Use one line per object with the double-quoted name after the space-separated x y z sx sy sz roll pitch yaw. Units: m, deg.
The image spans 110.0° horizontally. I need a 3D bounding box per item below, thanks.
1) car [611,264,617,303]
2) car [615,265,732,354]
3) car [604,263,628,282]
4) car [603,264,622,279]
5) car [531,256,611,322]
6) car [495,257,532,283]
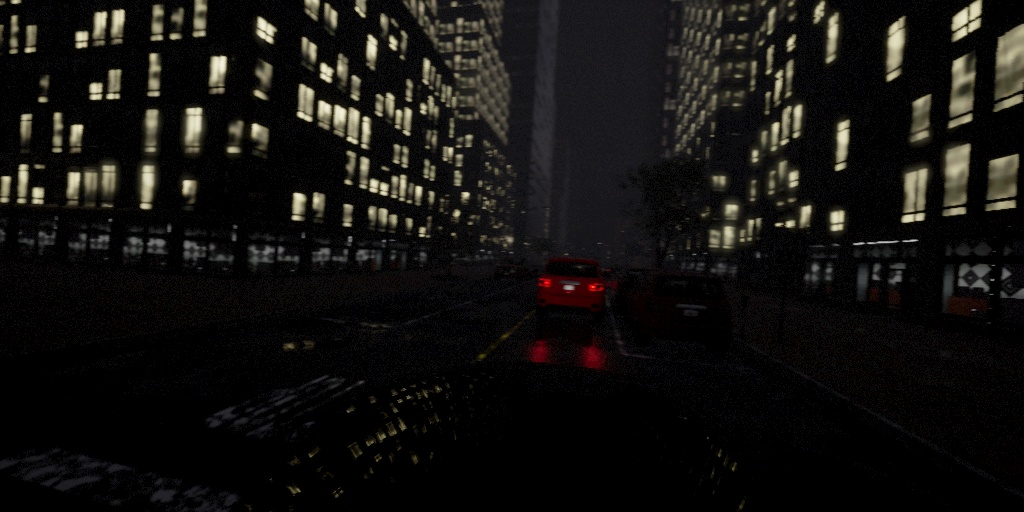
5.348 1.360 15.303 2.192 1.841 5.009 0 0 13 "car"
4.218 1.306 9.862 2.192 1.841 5.009 0 0 13 "car"
10.996 1.685 38.224 2.097 1.767 4.553 4 0 13 "car"
12.562 1.889 45.076 1.882 1.535 5.008 4 0 13 "car"
2.366 1.081 13.421 2.150 2.045 5.566 4 0 14 "car"
0.110 0.985 27.885 2.192 1.841 5.009 0 0 13 "car"
